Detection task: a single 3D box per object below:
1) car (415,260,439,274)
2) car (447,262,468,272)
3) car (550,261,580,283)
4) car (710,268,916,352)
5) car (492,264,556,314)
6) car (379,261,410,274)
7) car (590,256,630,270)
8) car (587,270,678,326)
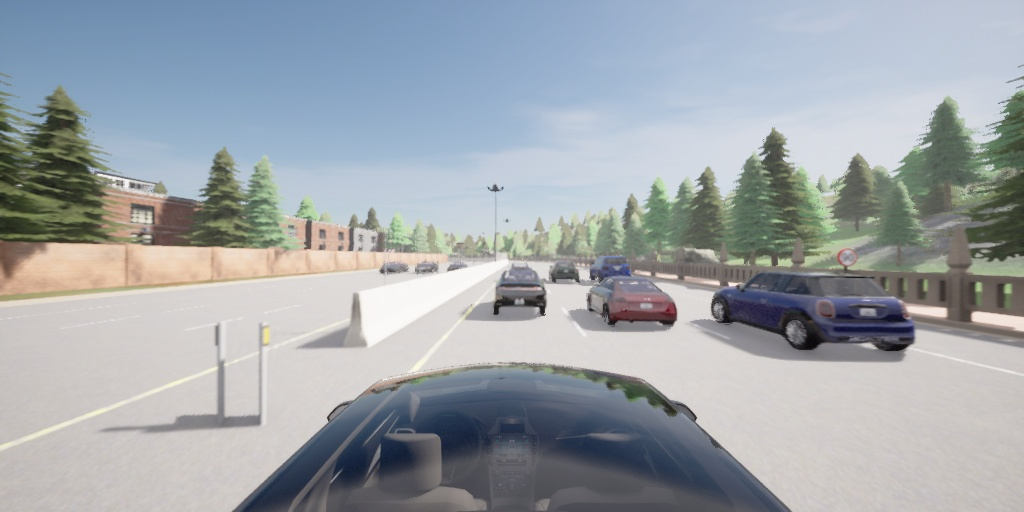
[{"bbox_3d":[-9.748,1.250,41.618,2.128,1.511,4.902,0,0,1],"label":"car"},{"bbox_3d":[-6.247,1.338,41.624,1.994,1.385,4.181,0,0,1],"label":"car"},{"bbox_3d":[4.147,1.161,29.197,2.097,1.767,4.553,0,0,1],"label":"car"},{"bbox_3d":[7.187,1.148,9.306,2.097,1.767,4.553,0,0,2],"label":"car"},{"bbox_3d":[0.300,1.261,13.828,2.128,1.511,4.902,0,0,1],"label":"car"},{"bbox_3d":[-13.270,1.286,40.904,2.033,1.411,5.357,0,0,1],"label":"car"},{"bbox_3d":[7.633,1.046,28.413,2.150,2.045,5.566,0,0,2],"label":"car"},{"bbox_3d":[3.752,1.347,11.880,1.994,1.385,4.181,0,0,2],"label":"car"}]
